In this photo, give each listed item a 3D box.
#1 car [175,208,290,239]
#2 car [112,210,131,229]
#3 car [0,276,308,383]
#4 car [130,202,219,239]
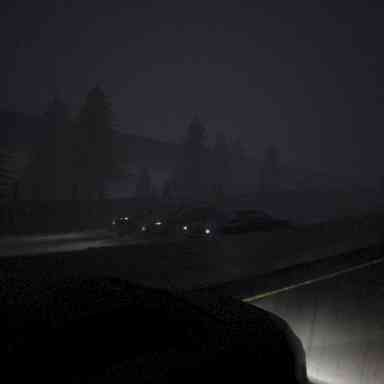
[{"bbox_3d":[1.901,1.452,13.947,4.718,1.301,1.895,-2,1,-35],"label":"car"},{"bbox_3d":[-2.270,1.347,19.570,4.902,1.511,2.128,-2,1,-35],"label":"car"},{"bbox_3d":[-0.804,1.564,3.174,4.181,1.385,1.994,0,0,-36],"label":"car"},{"bbox_3d":[-0.243,1.347,16.716,4.902,1.511,2.128,-2,1,-35],"label":"car"}]
